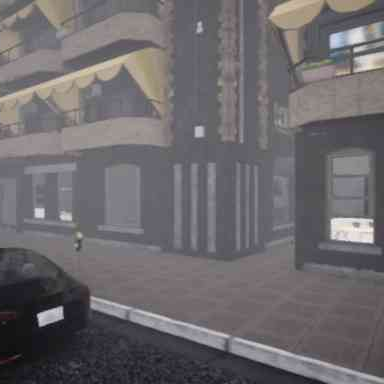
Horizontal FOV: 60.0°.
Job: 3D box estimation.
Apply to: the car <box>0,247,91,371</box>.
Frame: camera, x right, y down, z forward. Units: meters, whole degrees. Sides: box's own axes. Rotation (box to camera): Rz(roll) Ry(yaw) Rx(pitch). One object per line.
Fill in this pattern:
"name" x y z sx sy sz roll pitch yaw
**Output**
"car" -3.435 1.576 5.322 4.313 1.339 1.947 0 0 35
